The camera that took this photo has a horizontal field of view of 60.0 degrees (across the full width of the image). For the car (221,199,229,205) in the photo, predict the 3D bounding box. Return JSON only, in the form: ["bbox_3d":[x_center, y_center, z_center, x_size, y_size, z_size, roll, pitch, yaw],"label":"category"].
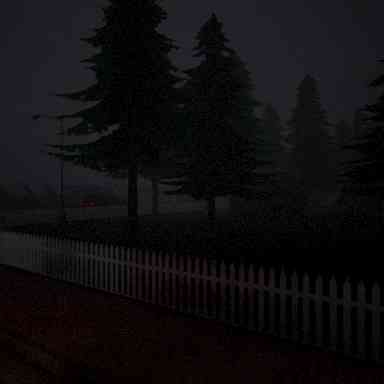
[{"bbox_3d":[5.340,1.545,53.094,2.033,1.411,5.357,0,0,35],"label":"car"}]

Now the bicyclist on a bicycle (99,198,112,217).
[{"bbox_3d":[-7.203,1.300,27.872,1.656,1.620,0.582,0,0,34],"label":"bicyclist on a bicycle"}]

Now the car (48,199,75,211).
[{"bbox_3d":[-15.221,1.544,41.836,2.033,1.411,5.357,0,0,34],"label":"car"}]

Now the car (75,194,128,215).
[{"bbox_3d":[-8.329,1.219,33.003,2.150,2.045,5.566,0,0,35],"label":"car"}]

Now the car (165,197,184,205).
[{"bbox_3d":[-2.858,1.346,59.841,2.097,1.767,4.553,0,0,34],"label":"car"}]
